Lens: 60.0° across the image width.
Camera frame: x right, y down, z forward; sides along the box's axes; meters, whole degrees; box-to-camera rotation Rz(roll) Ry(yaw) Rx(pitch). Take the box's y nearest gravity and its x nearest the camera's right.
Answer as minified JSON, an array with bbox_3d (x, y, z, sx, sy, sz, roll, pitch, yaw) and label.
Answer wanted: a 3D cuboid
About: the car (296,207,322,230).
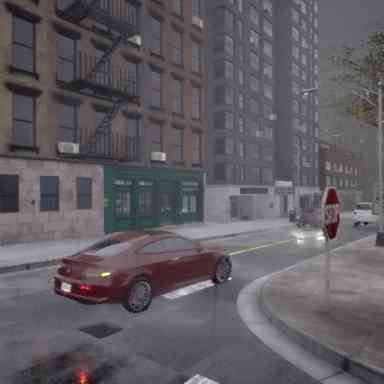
[{"bbox_3d":[9.855,1.948,26.079,2.097,1.767,4.553,0,-2,39],"label":"car"}]

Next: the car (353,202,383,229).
[{"bbox_3d":[15.425,1.928,28.340,2.150,2.045,5.566,0,-2,39],"label":"car"}]

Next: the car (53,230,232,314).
[{"bbox_3d":[-0.875,1.631,7.905,1.812,1.442,4.674,-1,-2,39],"label":"car"}]

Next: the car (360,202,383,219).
[{"bbox_3d":[23.780,2.305,43.386,2.150,2.045,5.566,0,-1,39],"label":"car"}]
